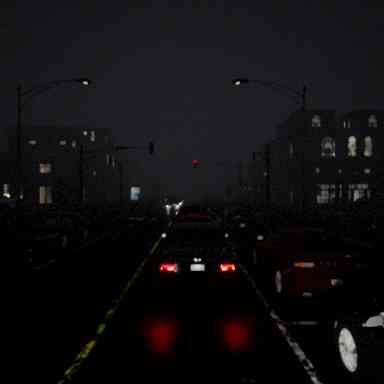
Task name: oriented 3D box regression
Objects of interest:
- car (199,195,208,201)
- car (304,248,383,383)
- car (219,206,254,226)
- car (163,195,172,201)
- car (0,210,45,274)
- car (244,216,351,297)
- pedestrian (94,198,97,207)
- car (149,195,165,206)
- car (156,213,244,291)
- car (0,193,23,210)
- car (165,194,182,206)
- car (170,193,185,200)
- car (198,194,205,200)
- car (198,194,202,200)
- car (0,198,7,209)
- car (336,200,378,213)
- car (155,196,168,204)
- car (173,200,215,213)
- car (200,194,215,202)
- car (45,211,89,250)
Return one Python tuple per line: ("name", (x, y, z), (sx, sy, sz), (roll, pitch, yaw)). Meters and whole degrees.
("car", (2.621, 1.444, 79.767), (2.008, 1.369, 4.403), (0, 0, 0))
("car", (2.691, 1.547, 2.692), (2.008, 1.369, 4.403), (0, 0, 0))
("car", (2.676, 1.523, 19.767), (2.008, 1.369, 4.403), (0, 0, 0))
("car", (-5.759, 1.419, 79.603), (1.752, 1.417, 4.829), (0, 0, 0))
("car", (-5.694, 1.428, 8.393), (1.967, 1.590, 4.097), (0, 0, 0))
("car", (2.686, 1.533, 8.383), (1.887, 1.381, 4.507), (0, 0, 0))
("pedestrian", (-12.591, 1.349, 43.289), (0.375, 1.300, 0.375), (0, 0, 1))
("car", (-5.734, 1.510, 52.163), (1.802, 1.307, 4.206), (0, 0, 0))
("car", (0.096, 1.535, 9.066), (2.033, 1.411, 5.357), (0, 0, 0))
("car", (-20.676, 1.080, 34.671), (5.566, 2.045, 2.150), (0, 0, 1))
("car", (-3.131, 1.450, 54.584), (1.812, 1.442, 4.674), (0, 0, 0))
("car", (-3.064, 1.430, 70.152), (2.128, 1.511, 4.902), (0, 0, 0))
("car", (2.612, 1.321, 90.810), (1.967, 1.590, 4.097), (0, 0, 0))
("car", (2.636, 1.495, 63.200), (1.802, 1.307, 4.206), (0, 0, 0))
("car", (-25.488, 1.386, 40.534), (4.829, 1.417, 1.752), (0, 0, 1))
("car", (18.477, 1.615, 37.303), (4.181, 1.385, 1.994), (0, 0, 1))
("car", (-5.745, 1.464, 63.206), (2.008, 1.369, 4.403), (0, 0, 0))
("car", (0.082, 1.450, 19.530), (1.882, 1.535, 5.008), (0, 0, 0))
("car", (2.646, 1.494, 52.158), (1.947, 1.339, 4.313), (0, 0, 0))
("car", (-5.700, 1.531, 14.085), (2.008, 1.369, 4.403), (0, 0, 0))
